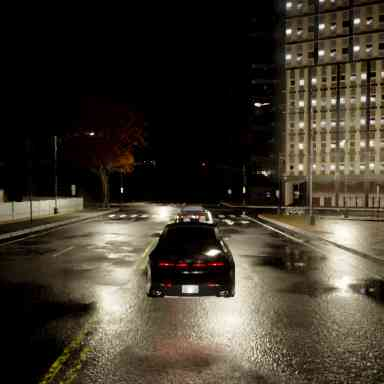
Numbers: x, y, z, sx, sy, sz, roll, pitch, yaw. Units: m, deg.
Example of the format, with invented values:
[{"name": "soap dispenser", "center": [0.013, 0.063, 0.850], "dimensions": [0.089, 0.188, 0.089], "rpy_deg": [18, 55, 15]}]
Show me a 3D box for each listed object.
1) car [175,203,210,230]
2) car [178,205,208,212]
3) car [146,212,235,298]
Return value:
[{"name": "car", "center": [0.046, 1.545, 22.324], "dimensions": [2.033, 1.411, 5.357], "rpy_deg": [0, 0, 0]}, {"name": "car", "center": [0.105, 1.486, 13.301], "dimensions": [2.128, 1.511, 4.902], "rpy_deg": [0, 0, 0]}, {"name": "car", "center": [-0.019, 1.503, 8.479], "dimensions": [1.837, 1.490, 4.892], "rpy_deg": [0, 0, 0]}]
